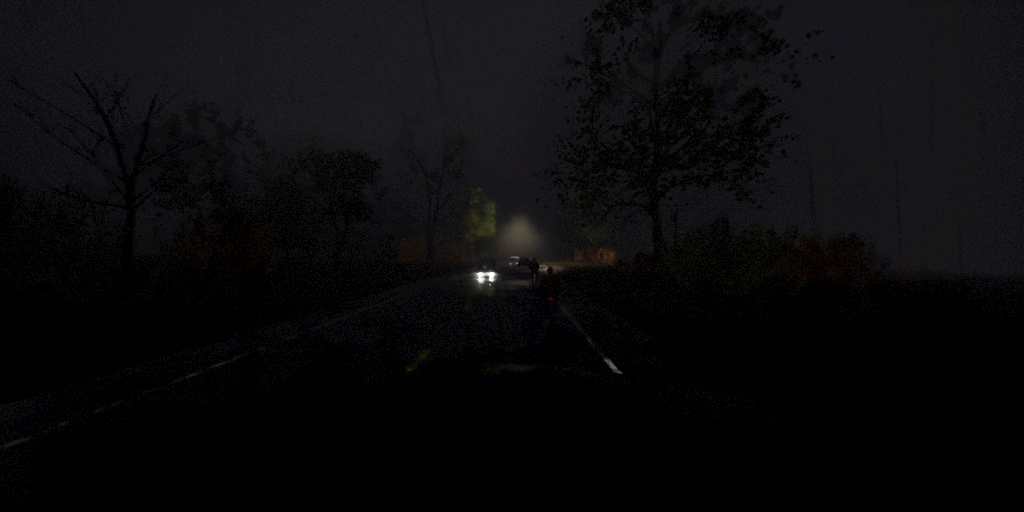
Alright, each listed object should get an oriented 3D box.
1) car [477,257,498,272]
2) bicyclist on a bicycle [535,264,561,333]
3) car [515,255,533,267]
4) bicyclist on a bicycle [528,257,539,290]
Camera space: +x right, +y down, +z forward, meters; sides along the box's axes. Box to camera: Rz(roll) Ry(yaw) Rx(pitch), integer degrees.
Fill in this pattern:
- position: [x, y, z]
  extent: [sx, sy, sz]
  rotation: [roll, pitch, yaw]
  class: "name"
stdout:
- position: [-2.623, 0.891, 38.971]
  extent: [2.128, 1.511, 4.902]
  rotation: [0, 0, 3]
  class: "car"
- position: [1.025, 1.121, 9.411]
  extent: [0.582, 1.620, 1.656]
  rotation: [0, 0, 1]
  class: "bicyclist on a bicycle"
- position: [1.933, 0.858, 54.026]
  extent: [1.994, 1.385, 4.181]
  rotation: [0, 0, 4]
  class: "car"
- position: [1.208, 0.940, 19.533]
  extent: [0.659, 1.776, 1.843]
  rotation: [0, 1, 1]
  class: "bicyclist on a bicycle"
